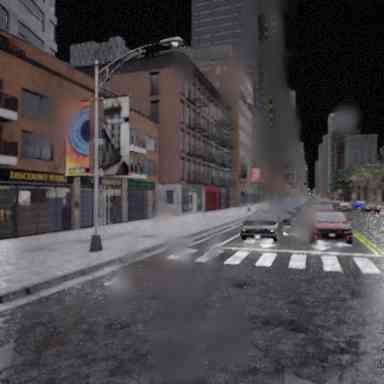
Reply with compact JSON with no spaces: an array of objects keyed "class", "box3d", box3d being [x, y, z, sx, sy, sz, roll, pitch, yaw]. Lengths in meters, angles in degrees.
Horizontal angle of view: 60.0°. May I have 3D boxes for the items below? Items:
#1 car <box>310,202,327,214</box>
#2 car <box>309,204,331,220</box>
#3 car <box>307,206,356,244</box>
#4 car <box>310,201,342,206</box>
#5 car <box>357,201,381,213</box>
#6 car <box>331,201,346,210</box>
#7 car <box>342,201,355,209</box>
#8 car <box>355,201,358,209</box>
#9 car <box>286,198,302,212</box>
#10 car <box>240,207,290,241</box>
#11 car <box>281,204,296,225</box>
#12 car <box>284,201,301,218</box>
[{"class":"car","box3d":[16.795,2.125,44.267,1.994,1.385,4.181,0,-1,20]},{"class":"car","box3d":[13.407,1.989,34.915,2.033,1.411,5.357,0,-1,20]},{"class":"car","box3d":[7.132,1.697,17.361,1.882,1.535,5.008,0,-1,19]},{"class":"car","box3d":[10.166,1.679,25.895,2.097,1.767,4.553,0,-1,20]},{"class":"car","box3d":[23.963,2.150,44.793,1.895,1.301,4.718,0,-1,20]},{"class":"car","box3d":[24.259,2.198,55.240,1.837,1.490,4.892,0,-1,20]},{"class":"car","box3d":[20.894,2.098,45.864,1.812,1.442,4.674,0,-1,20]},{"class":"car","box3d":[27.318,2.147,54.143,1.882,1.535,5.008,0,-1,20]},{"class":"car","box3d":[14.164,1.821,46.522,2.150,2.045,5.566,0,-1,20]},{"class":"car","box3d":[4.047,1.790,18.464,2.033,1.411,5.357,0,-1,20]},{"class":"car","box3d":[7.157,1.916,27.135,1.994,1.385,4.181,0,-1,20]},{"class":"car","box3d":[10.533,2.036,36.524,1.994,1.385,4.181,0,-1,19]}]
